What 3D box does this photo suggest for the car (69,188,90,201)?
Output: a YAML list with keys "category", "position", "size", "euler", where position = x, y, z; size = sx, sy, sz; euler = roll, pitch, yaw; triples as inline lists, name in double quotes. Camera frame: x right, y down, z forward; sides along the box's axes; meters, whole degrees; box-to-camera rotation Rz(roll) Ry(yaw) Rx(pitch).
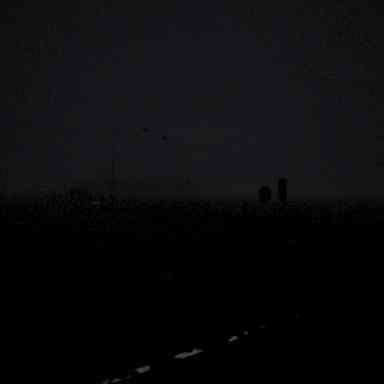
- category: "car"
  position: [-17.281, 0.365, 51.158]
  size: [2.150, 2.045, 5.566]
  euler: [0, 1, -34]
